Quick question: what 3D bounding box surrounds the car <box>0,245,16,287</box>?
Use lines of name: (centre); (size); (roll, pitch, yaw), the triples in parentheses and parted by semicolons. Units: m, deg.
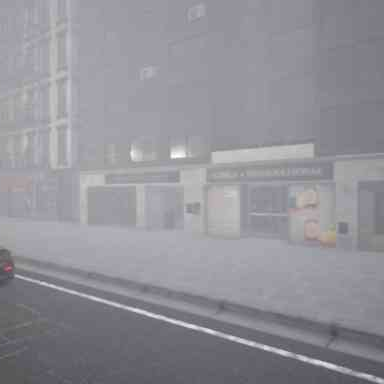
car: (-6.039, 1.529, 7.979); (4.674, 1.442, 1.812); (0, 0, 35)
